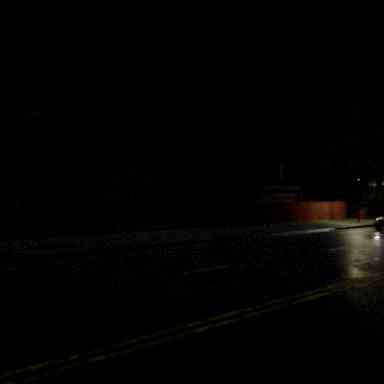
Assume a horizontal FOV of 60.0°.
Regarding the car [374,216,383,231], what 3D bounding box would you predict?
[{"bbox_3d":[13.622,1.770,21.381,4.674,1.442,1.812,1,0,-35],"label":"car"}]
